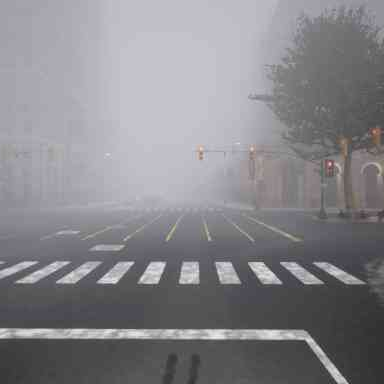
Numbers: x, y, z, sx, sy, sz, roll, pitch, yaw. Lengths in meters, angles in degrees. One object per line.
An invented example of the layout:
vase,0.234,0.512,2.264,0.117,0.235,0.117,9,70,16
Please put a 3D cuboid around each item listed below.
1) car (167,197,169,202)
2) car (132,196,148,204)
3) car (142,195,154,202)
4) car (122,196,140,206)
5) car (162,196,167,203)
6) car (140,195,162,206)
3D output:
car,-6.323,1.524,73.568,1.812,1.442,4.674,0,0,1
car,-10.008,1.547,64.597,2.033,1.411,5.357,0,0,2
car,-9.806,1.524,74.555,1.812,1.442,4.674,0,0,1
car,-10.121,1.601,54.845,1.895,1.301,4.718,0,0,1
car,-6.538,1.491,63.295,2.128,1.511,4.902,0,0,2
car,-6.638,1.352,54.154,2.097,1.767,4.553,0,0,1
